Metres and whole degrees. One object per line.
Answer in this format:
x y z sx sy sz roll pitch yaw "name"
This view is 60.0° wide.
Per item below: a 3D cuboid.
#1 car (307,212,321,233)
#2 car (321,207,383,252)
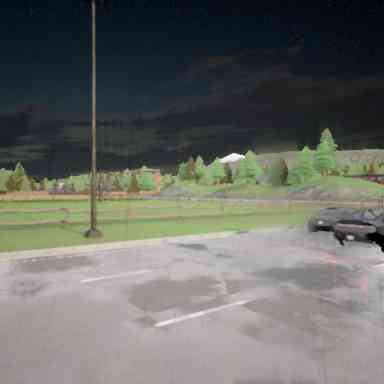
8.222 1.526 18.206 4.181 1.385 1.994 0 0 -35 "car"
7.773 1.459 13.587 4.902 1.511 2.128 0 0 -35 "car"
